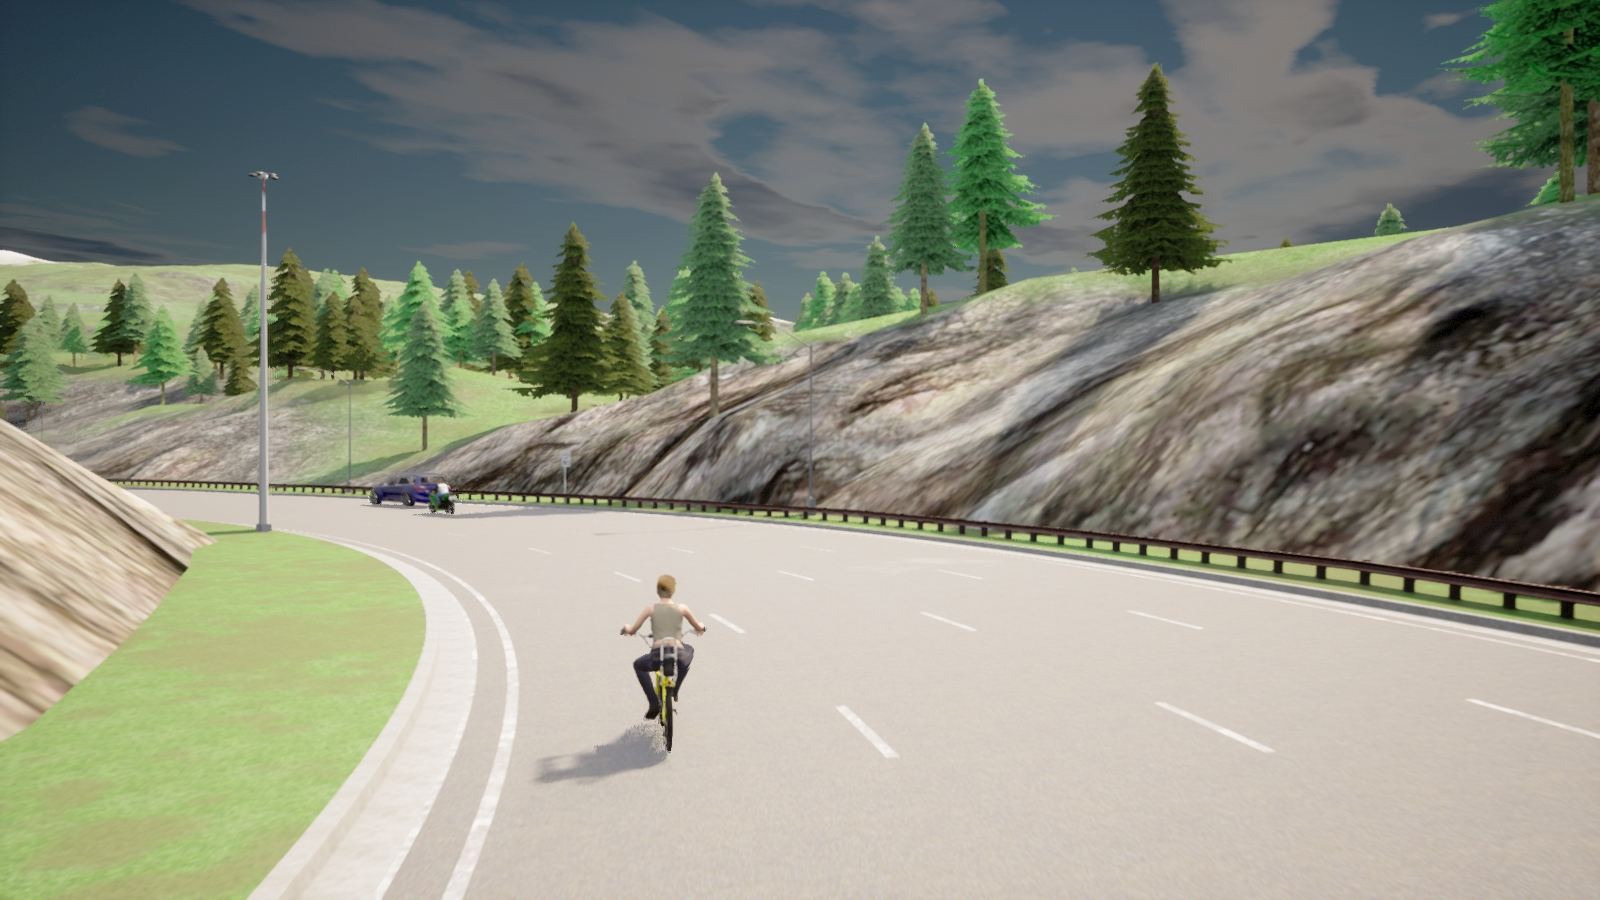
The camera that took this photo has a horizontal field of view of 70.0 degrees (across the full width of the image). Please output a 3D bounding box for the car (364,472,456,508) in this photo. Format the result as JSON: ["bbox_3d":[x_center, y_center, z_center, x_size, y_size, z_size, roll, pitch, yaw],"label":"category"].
[{"bbox_3d":[-19.568,1.972,57.321,4.611,1.667,2.242,0,0,39],"label":"car"}]

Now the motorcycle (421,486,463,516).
[{"bbox_3d":[-15.469,2.189,49.381,2.033,1.199,0.803,0,2,43],"label":"motorcycle"}]

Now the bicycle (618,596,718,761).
[{"bbox_3d":[-1.307,2.158,11.083,0.859,1.276,1.487,0,0,-11],"label":"bicycle"}]
